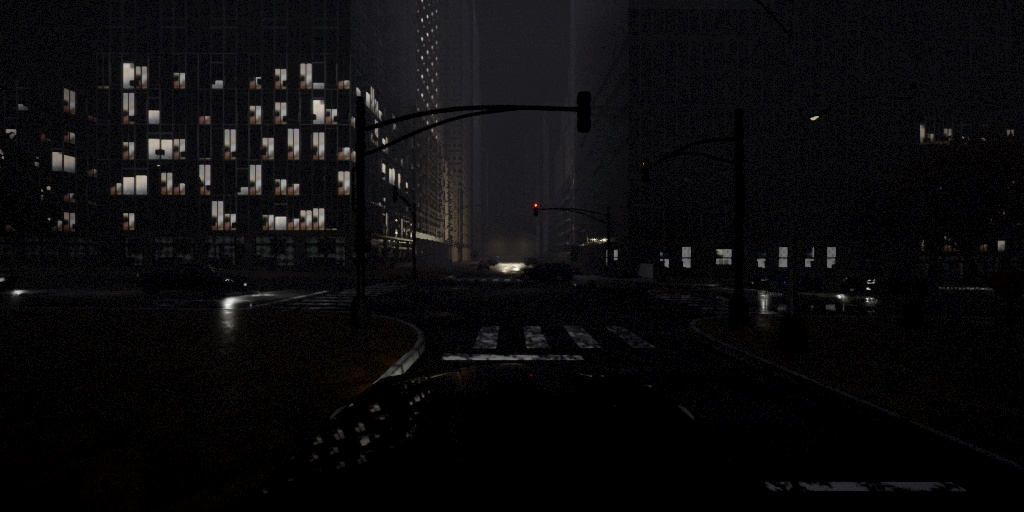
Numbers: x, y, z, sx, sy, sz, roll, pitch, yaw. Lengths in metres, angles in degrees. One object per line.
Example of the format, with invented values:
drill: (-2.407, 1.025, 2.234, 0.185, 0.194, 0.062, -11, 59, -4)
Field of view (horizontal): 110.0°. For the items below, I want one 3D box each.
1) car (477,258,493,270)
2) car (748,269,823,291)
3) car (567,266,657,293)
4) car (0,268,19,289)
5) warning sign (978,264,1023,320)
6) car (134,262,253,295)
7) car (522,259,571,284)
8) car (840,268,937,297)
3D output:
car: (-4.051, 1.342, 51.726, 1.802, 1.307, 4.207, 0, 0, 0)
car: (19.201, 1.645, 25.246, 4.674, 1.442, 1.812, 1, 0, -3)
car: (5.959, 1.460, 21.362, 4.718, 1.301, 1.895, 1, 0, -3)
car: (-25.964, 0.791, 16.426, 4.902, 1.511, 2.128, 1, 0, -3)
warning sign: (17.269, 1.204, 12.442, 1.060, 1.860, 1.300, 0, 0, -3)
car: (-14.958, 1.026, 16.940, 4.674, 1.442, 1.812, 1, 0, -1)
car: (3.022, 1.249, 27.900, 5.008, 1.535, 1.882, 0, 1, 40)
car: (23.178, 1.543, 22.178, 4.553, 1.767, 2.097, 1, 0, -3)
